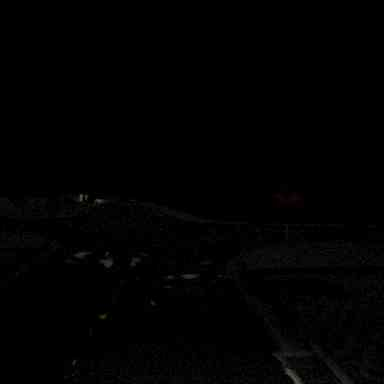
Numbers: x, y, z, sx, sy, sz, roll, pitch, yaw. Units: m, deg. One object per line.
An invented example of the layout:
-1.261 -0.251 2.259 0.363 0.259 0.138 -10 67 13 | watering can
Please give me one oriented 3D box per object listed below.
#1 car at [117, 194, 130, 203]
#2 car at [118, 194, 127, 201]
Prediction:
-13.147 1.257 64.625 1.882 1.535 5.008 0 0 -14 | car
-15.684 1.126 74.733 1.837 1.490 4.892 0 0 -14 | car
